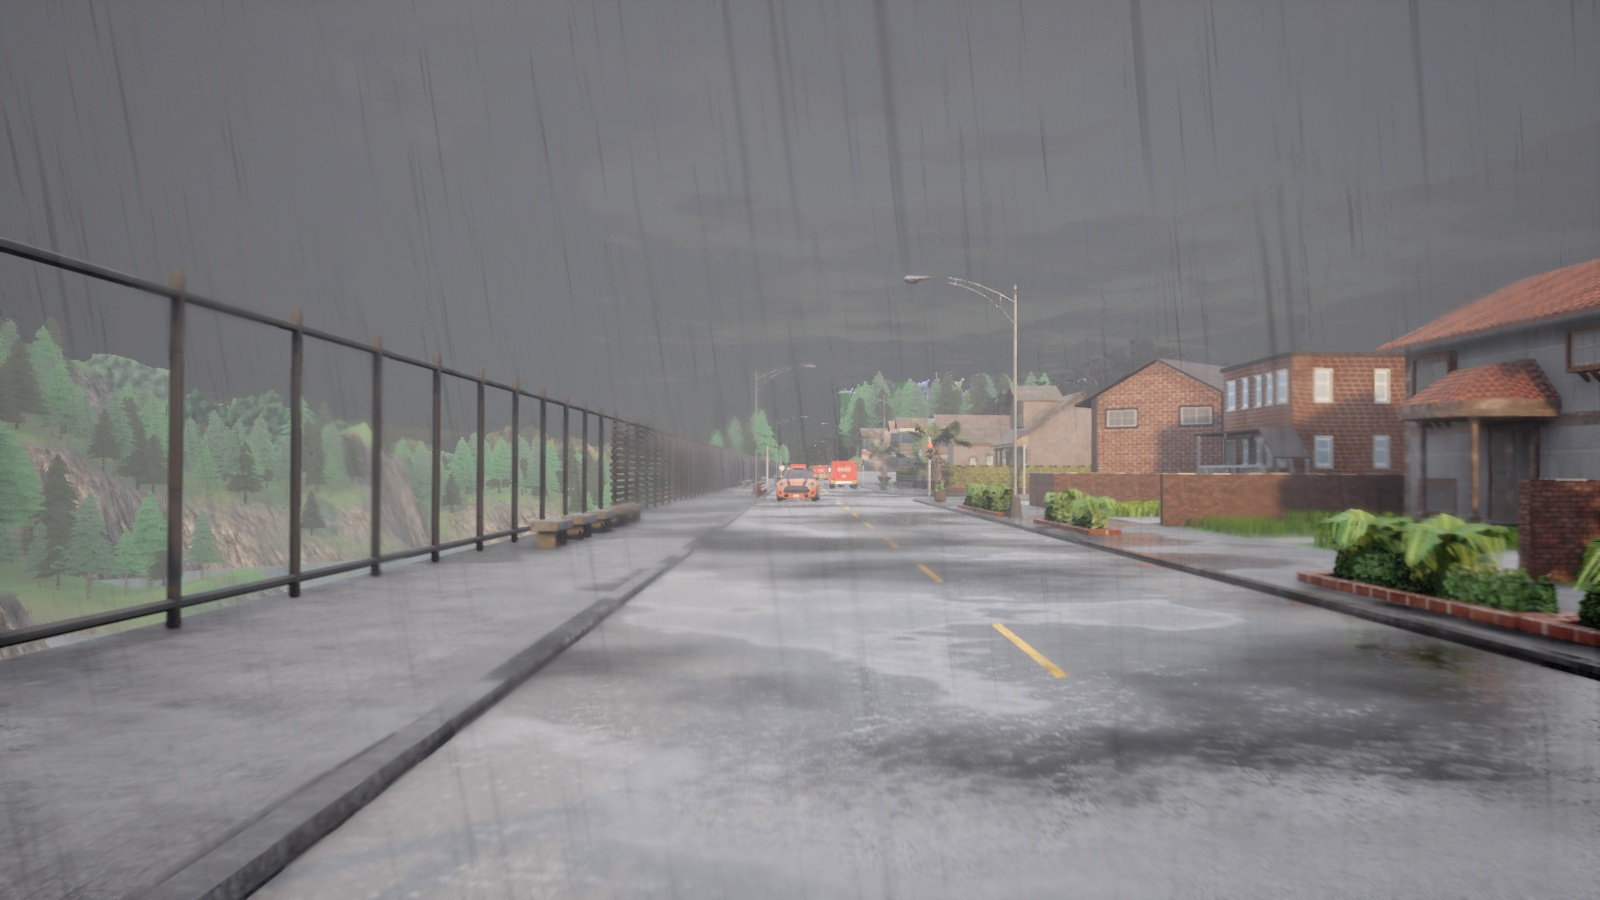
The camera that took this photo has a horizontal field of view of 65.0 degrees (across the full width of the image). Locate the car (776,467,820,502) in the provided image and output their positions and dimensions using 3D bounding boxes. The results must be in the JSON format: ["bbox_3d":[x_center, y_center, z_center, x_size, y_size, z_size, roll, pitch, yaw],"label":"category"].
[{"bbox_3d":[-0.070,1.772,65.634,2.097,1.767,4.553,0,-1,3],"label":"car"}]
